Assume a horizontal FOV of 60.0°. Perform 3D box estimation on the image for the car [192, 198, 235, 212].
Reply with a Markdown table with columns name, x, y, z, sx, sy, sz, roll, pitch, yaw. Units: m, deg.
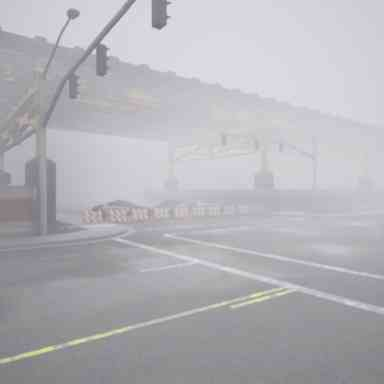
| name | x | y | z | sx | sy | sz | roll | pitch | yaw |
| --- | --- | --- | --- | --- | --- | --- | --- | --- | --- |
| car | 1.894 | 1.214 | 34.367 | 4.536 | 1.218 | 1.853 | 0 | 0 | -7 |

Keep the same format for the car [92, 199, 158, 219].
| name | x | y | z | sx | sy | sz | roll | pitch | yaw |
| --- | --- | --- | --- | --- | --- | --- | --- | --- | --- |
| car | -5.719 | 1.409 | 27.940 | 4.974 | 1.542 | 2.038 | 0 | 0 | 8 |

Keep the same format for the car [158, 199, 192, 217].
| name | x | y | z | sx | sy | sz | roll | pitch | yaw |
| --- | --- | --- | --- | --- | --- | --- | --- | --- | --- |
| car | -1.970 | 1.392 | 30.620 | 2.038 | 1.542 | 4.974 | 0 | 0 | 18 |

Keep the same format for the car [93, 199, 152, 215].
| name | x | y | z | sx | sy | sz | roll | pitch | yaw |
| --- | --- | --- | --- | --- | --- | --- | --- | --- | --- |
| car | -5.771 | 1.252 | 27.947 | 4.536 | 1.218 | 1.853 | 0 | 0 | 8 |

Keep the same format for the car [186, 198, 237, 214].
| name | x | y | z | sx | sy | sz | roll | pitch | yaw |
| --- | --- | --- | --- | --- | --- | --- | --- | --- | --- |
| car | 1.946 | 1.371 | 34.374 | 4.974 | 1.542 | 2.038 | 0 | 0 | -7 |

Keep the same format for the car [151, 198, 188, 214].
| name | x | y | z | sx | sy | sz | roll | pitch | yaw |
| --- | --- | --- | --- | --- | --- | --- | --- | --- | --- |
| car | -1.955 | 1.234 | 30.669 | 1.853 | 1.218 | 4.536 | 0 | 0 | 18 |
